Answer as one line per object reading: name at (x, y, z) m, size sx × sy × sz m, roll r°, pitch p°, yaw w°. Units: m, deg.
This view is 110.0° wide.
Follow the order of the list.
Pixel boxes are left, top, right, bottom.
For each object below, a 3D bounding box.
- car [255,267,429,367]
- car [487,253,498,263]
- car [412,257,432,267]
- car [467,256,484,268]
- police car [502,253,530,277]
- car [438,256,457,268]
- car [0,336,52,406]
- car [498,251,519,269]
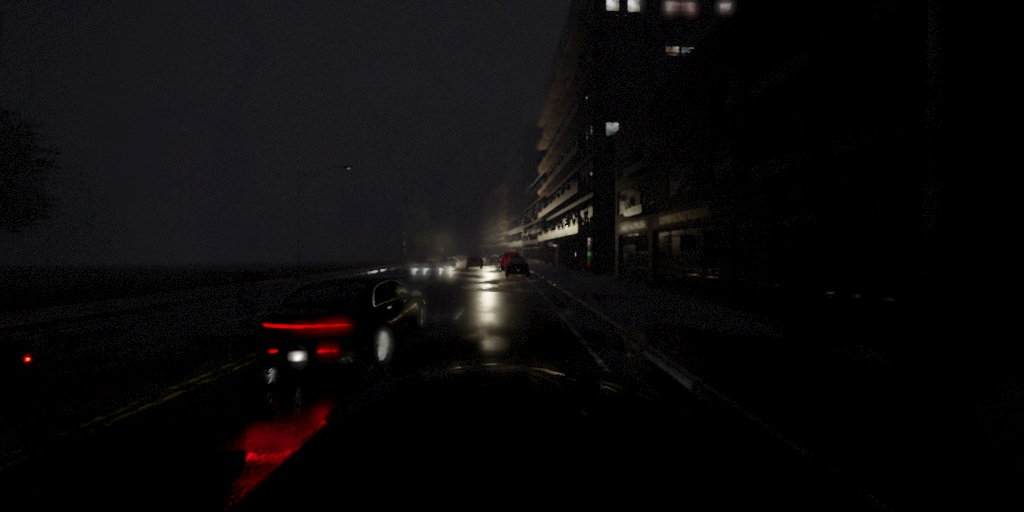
car at (-3.194, 1.182, 7.721) m, size 1.837 × 1.490 × 4.892 m, roll 0°, pitch 1°, yaw 0°
car at (-2.914, 0.475, 63.733) m, size 2.128 × 1.511 × 4.902 m, roll 0°, pitch 1°, yaw -6°
car at (-11.302, 0.777, 45.261) m, size 1.994 × 1.385 × 4.181 m, roll 0°, pitch 1°, yaw -3°
car at (-4.572, 0.694, 44.620) m, size 1.882 × 1.535 × 5.008 m, roll 0°, pitch 1°, yaw -4°
police car at (0.369, 0.822, 29.808) m, size 1.930 × 1.638 × 5.238 m, roll 0°, pitch 1°, yaw -2°
car at (-8.024, 0.761, 45.070) m, size 2.033 × 1.411 × 5.357 m, roll 0°, pitch 1°, yaw -3°
car at (-6.609, 1.300, 1.933) m, size 2.033 × 1.411 × 5.357 m, roll 0°, pitch 1°, yaw 0°
car at (-0.132, 0.498, 39.799) m, size 2.150 × 2.045 × 5.566 m, roll 0°, pitch 1°, yaw -3°
